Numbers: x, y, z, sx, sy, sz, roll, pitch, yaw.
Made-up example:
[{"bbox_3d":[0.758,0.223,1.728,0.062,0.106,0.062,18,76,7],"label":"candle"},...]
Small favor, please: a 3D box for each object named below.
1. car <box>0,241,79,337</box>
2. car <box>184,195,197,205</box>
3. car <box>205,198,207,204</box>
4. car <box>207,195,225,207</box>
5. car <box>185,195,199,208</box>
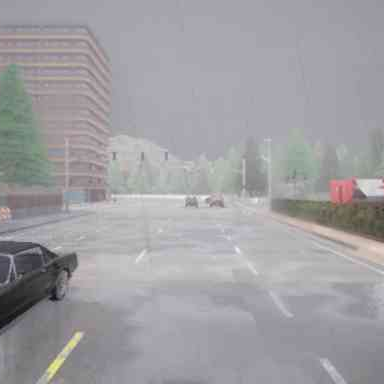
[{"bbox_3d":[-3.564,1.580,5.467,1.895,1.301,4.718,0,0,0],"label":"car"},{"bbox_3d":[-0.145,1.299,57.266,2.128,1.511,4.902,0,1,1],"label":"car"},{"bbox_3d":[3.770,1.292,56.975,1.882,1.535,5.008,0,1,-17],"label":"car"},{"bbox_3d":[3.457,1.399,46.895,1.812,1.442,4.674,0,0,0],"label":"car"},{"bbox_3d":[-0.041,1.425,46.856,2.033,1.411,5.357,0,0,0],"label":"car"}]
